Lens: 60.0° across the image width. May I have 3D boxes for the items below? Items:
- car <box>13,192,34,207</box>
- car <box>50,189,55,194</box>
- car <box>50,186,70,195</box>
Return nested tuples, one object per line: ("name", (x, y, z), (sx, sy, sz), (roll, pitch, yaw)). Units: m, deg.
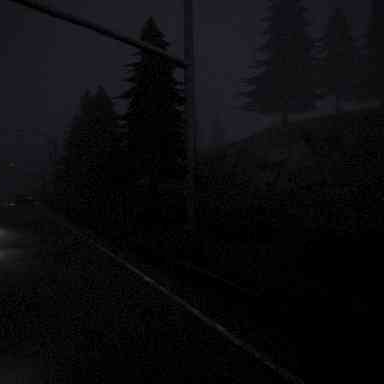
("car", (-18.807, 0.781, 37.202), (1.882, 1.535, 5.008), (-2, 2, -28))
("car", (-28.414, -0.377, 73.390), (4.605, 1.855, 1.932), (-2, 2, -29))
("car", (-29.971, -0.403, 75.402), (3.866, 1.878, 1.905), (-2, 2, -29))
